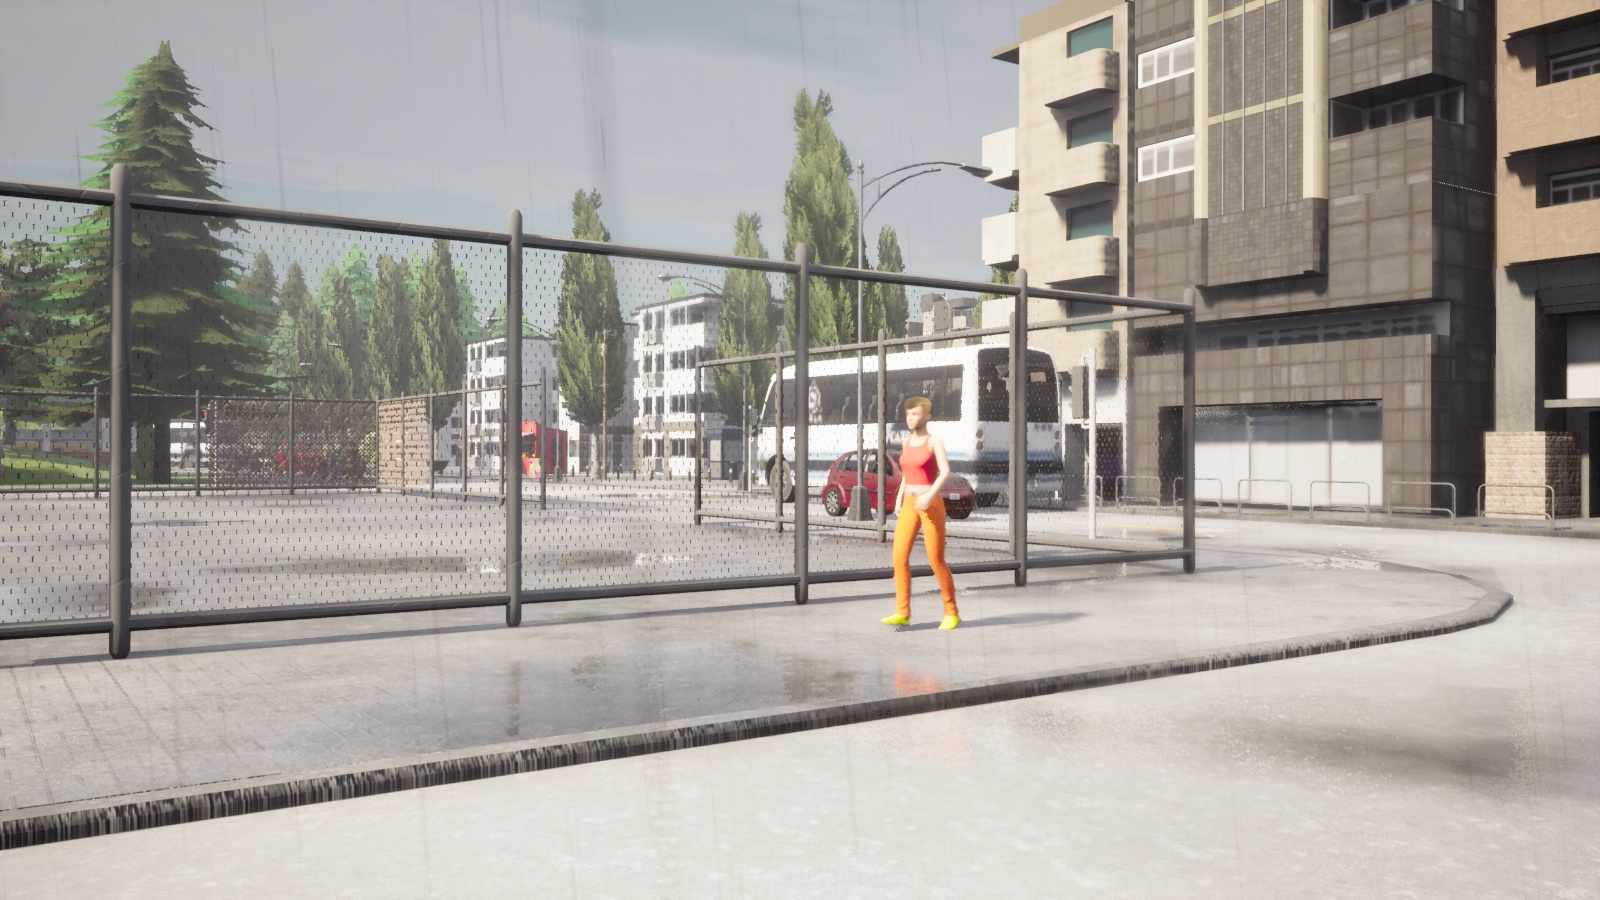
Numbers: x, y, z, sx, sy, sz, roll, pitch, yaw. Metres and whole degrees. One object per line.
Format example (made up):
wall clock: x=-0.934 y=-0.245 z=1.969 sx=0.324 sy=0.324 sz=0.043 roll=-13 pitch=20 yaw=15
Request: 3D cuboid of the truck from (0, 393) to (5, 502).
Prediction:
truck: x=-29.434 y=-0.079 z=38.951 sx=7.936 sy=3.462 sz=2.891 roll=0 pitch=0 yaw=-35

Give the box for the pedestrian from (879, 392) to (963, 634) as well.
pedestrian: x=0.952 y=0.477 z=9.837 sx=0.594 sy=1.836 sz=0.345 roll=0 pitch=0 yaw=-42

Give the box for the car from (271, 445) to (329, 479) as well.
car: x=-30.896 y=0.718 z=77.510 sx=2.150 sy=2.045 sz=5.566 roll=0 pitch=0 yaw=-34

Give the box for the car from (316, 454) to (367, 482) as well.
car: x=-25.313 y=0.982 z=69.322 sx=1.845 sy=1.501 sz=3.633 roll=0 pitch=0 yaw=-34

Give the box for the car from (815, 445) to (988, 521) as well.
car: x=2.247 y=0.709 z=28.793 sx=1.851 sy=1.617 sz=3.988 roll=0 pitch=0 yaw=-34

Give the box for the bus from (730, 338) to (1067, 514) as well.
bus: x=2.381 y=-0.549 z=35.715 sx=3.944 sy=4.253 sz=10.273 roll=0 pitch=0 yaw=-35
